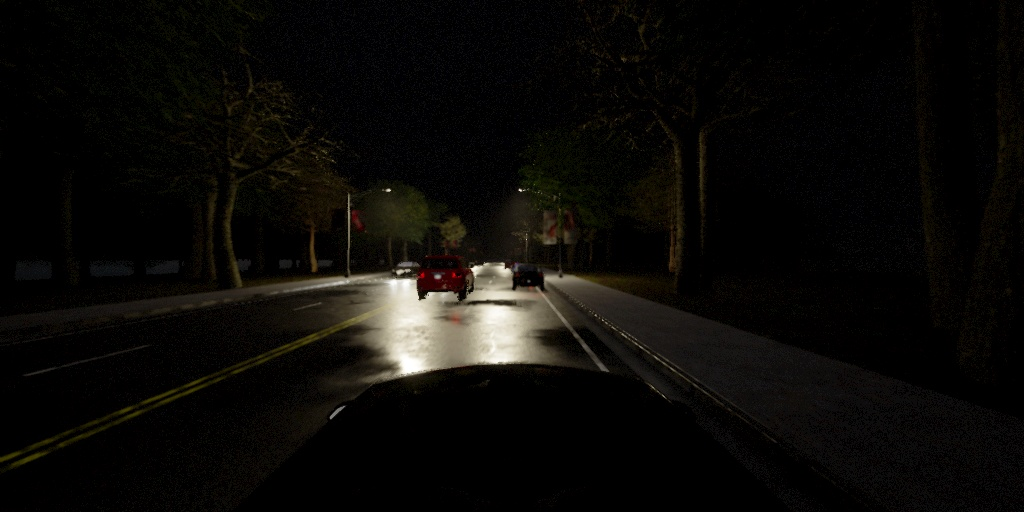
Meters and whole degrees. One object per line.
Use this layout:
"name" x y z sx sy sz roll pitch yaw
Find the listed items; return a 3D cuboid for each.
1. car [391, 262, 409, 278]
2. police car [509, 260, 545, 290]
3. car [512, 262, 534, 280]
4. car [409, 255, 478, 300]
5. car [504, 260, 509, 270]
"car" -9.939 1.296 34.106 2.128 1.511 4.902 0 0 0
"police car" 0.936 1.200 22.583 1.930 1.638 5.238 0 0 0
"car" 0.890 1.327 32.485 1.812 1.442 4.674 0 0 0
"car" -3.174 0.987 17.971 2.150 2.045 5.566 0 0 0
"car" -0.280 1.417 57.214 1.812 1.442 4.674 0 0 -1
